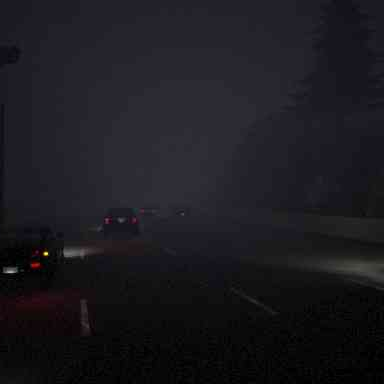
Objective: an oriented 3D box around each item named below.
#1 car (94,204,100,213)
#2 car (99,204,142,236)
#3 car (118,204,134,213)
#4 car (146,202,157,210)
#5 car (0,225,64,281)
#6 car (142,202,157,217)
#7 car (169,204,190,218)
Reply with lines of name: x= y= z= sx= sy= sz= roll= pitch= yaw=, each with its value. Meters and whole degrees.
car: x=-13.792 y=2.485 z=51.158 sx=1.994 sy=1.385 sz=4.181 roll=0 pitch=-1 yaw=-6
car: x=-4.692 y=1.740 z=21.312 sx=2.097 sy=1.767 sz=4.553 roll=0 pitch=-1 yaw=-16
car: x=-10.530 y=2.563 z=53.369 sx=1.895 sy=1.301 sz=4.718 roll=0 pitch=-1 yaw=-5
car: x=-7.684 y=2.676 z=63.789 sx=1.812 sy=1.442 sz=4.674 roll=0 pitch=-1 yaw=-2
car: x=-4.965 y=1.709 z=10.019 sx=1.812 sy=1.442 sz=4.674 roll=0 pitch=-1 yaw=-18
car: x=-5.350 y=2.269 z=39.954 sx=2.033 sy=1.411 sz=5.357 roll=0 pitch=-1 yaw=-9
car: x=-1.438 y=2.201 z=38.456 sx=1.837 sy=1.490 sz=4.892 roll=0 pitch=-1 yaw=-10
